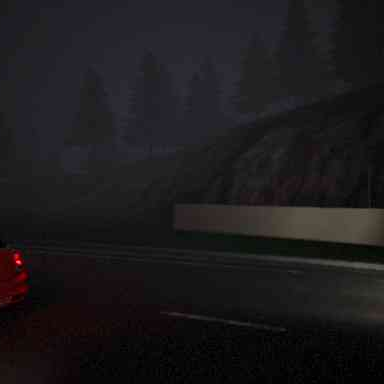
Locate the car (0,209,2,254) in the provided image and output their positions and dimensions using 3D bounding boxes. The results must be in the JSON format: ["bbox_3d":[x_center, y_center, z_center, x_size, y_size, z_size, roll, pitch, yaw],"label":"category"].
[{"bbox_3d":[-9.112,1.378,11.168,4.902,1.511,2.128,0,1,22],"label":"car"}]

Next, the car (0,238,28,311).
[{"bbox_3d":[-5.230,1.295,5.860,4.553,1.767,2.097,0,1,22],"label":"car"}]
